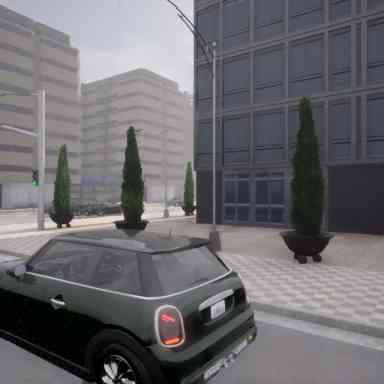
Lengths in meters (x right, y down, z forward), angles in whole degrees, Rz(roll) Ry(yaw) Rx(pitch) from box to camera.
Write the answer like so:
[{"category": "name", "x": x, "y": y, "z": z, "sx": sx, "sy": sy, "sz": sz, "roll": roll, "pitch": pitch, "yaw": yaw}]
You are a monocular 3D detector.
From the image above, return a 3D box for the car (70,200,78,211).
[{"category": "car", "x": -10.847, "y": 1.533, "z": 34.078, "sx": 1.882, "sy": 1.535, "sz": 5.008, "roll": 0, "pitch": 0, "yaw": 35}]

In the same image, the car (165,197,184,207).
[{"category": "car", "x": -2.208, "y": 1.560, "z": 52.712, "sx": 1.837, "sy": 1.490, "sz": 4.892, "roll": 0, "pitch": 0, "yaw": 35}]

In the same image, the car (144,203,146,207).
[{"category": "car", "x": -8.157, "y": 1.581, "z": 44.293, "sx": 1.812, "sy": 1.442, "sz": 4.674, "roll": 0, "pitch": 0, "yaw": 35}]

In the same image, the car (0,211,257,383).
[{"category": "car", "x": -1.433, "y": 1.352, "z": 5.015, "sx": 4.553, "sy": 1.767, "sz": 2.097, "roll": 0, "pitch": 0, "yaw": 35}]

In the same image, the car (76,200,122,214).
[{"category": "car", "x": -8.238, "y": 1.656, "z": 31.713, "sx": 1.895, "sy": 1.301, "sz": 4.718, "roll": 0, "pitch": 0, "yaw": 35}]

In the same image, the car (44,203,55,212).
[{"category": "car", "x": -14.052, "y": 1.560, "z": 35.953, "sx": 1.837, "sy": 1.490, "sz": 4.892, "roll": 0, "pitch": 0, "yaw": 35}]
